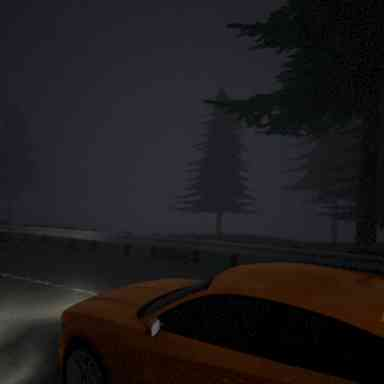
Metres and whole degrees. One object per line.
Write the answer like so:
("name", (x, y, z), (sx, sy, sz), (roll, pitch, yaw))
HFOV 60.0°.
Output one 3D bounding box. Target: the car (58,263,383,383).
("car", (0.757, 1.464, 3.194), (5.008, 1.535, 1.882), (0, 0, 35))
